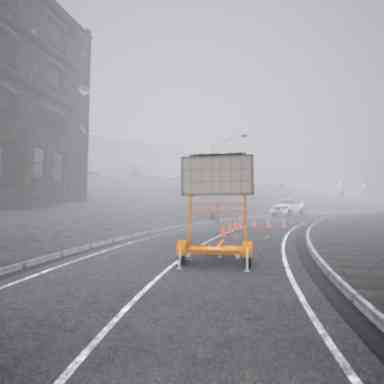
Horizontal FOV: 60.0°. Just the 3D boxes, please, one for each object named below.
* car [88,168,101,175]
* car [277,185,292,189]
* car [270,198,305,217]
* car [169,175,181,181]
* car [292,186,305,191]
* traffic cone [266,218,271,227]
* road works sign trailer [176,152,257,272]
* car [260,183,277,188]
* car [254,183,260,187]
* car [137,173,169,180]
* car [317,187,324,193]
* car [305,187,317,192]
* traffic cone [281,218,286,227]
[{"bbox_3d":[-16.213,-2.930,51.020,4.553,1.767,2.185,2,-5,-33],"label":"car"},{"bbox_3d":[20.069,-0.887,76.351,4.674,1.452,2.002,4,-6,-39],"label":"car"},{"bbox_3d":[11.056,1.778,38.357,2.150,2.045,5.566,-4,-4,41],"label":"car"},{"bbox_3d":[-2.366,-2.204,59.892,4.892,1.521,2.231,3,-5,-33],"label":"car"},{"bbox_3d":[24.223,-0.654,79.828,4.892,1.521,2.231,4,-6,-40],"label":"car"},{"bbox_3d":[5.350,2.137,23.210,0.340,0.580,0.340,-2,-1,17],"label":"traffic cone"},{"bbox_3d":[0.868,0.515,11.100,2.380,3.560,2.880,-1,-1,12],"label":"road works sign trailer"},{"bbox_3d":[15.766,-1.165,72.906,4.792,1.488,2.163,3,-5,-38],"label":"car"},{"bbox_3d":[11.232,-1.592,69.427,4.553,1.767,2.185,3,-5,-36],"label":"car"},{"bbox_3d":[-7.006,-2.414,56.910,4.892,1.521,2.231,2,-5,-33],"label":"car"},{"bbox_3d":[32.607,-0.261,87.317,5.566,2.045,2.435,5,-6,-42],"label":"car"},{"bbox_3d":[28.458,-0.471,83.544,4.553,1.767,2.185,4,-6,-41],"label":"car"},{"bbox_3d":[6.304,2.109,22.918,0.340,0.580,0.340,-2,-1,17],"label":"traffic cone"}]
